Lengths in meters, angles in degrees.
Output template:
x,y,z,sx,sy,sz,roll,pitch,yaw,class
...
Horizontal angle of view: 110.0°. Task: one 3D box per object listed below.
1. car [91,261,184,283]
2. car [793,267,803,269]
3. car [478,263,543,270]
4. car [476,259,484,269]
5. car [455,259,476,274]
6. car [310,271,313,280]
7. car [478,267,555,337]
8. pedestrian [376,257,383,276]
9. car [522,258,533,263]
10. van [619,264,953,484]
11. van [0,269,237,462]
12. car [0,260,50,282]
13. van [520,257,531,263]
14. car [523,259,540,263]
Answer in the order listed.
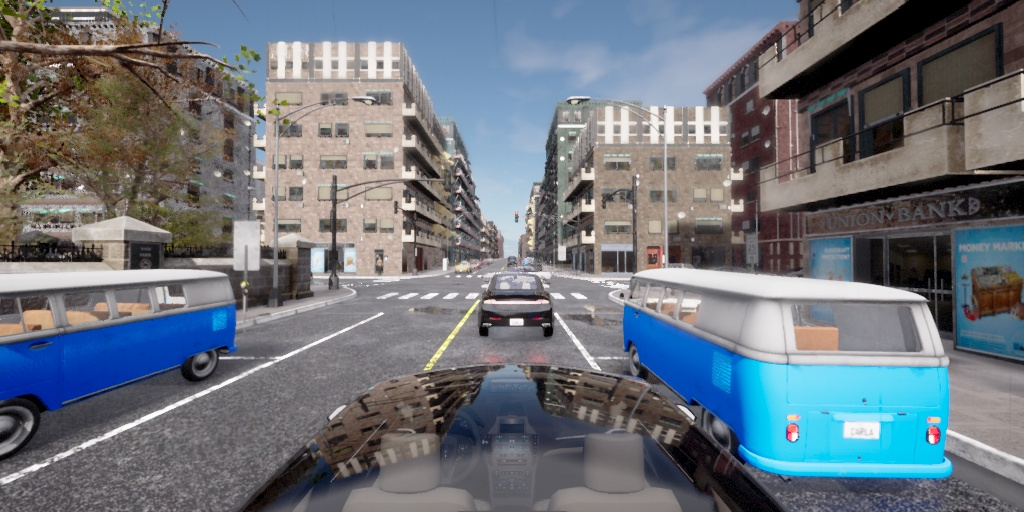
x,y,z,sx,sy,sz,roll,pitch,yaw,class
-26.409,1.117,25.403,4.674,1.442,1.812,0,-1,1,car
24.918,1.545,30.561,4.313,1.339,1.948,0,0,1,car
0.352,1.356,24.371,4.718,1.301,1.895,0,0,-40,car
-5.680,1.203,53.819,1.967,1.591,4.097,0,0,0,car
-5.681,1.285,42.363,1.751,1.417,4.829,0,0,0,car
-16.583,0.997,25.286,4.553,1.767,2.097,0,-1,1,car
0.102,1.243,10.315,2.128,1.511,4.902,0,0,0,car
-12.533,0.964,33.977,0.375,1.860,0.375,0,-1,1,pedestrian
2.700,1.312,48.174,2.007,1.370,4.403,0,0,0,car
2.659,1.091,4.585,1.690,1.789,3.998,0,0,0,van
-5.655,1.091,4.589,1.690,1.789,3.998,0,0,0,van
-36.507,1.042,25.532,4.892,1.490,1.837,0,-1,1,car
2.703,1.106,59.459,1.690,1.789,3.998,0,0,0,van
2.699,1.326,42.532,1.948,1.339,4.313,0,0,0,car
